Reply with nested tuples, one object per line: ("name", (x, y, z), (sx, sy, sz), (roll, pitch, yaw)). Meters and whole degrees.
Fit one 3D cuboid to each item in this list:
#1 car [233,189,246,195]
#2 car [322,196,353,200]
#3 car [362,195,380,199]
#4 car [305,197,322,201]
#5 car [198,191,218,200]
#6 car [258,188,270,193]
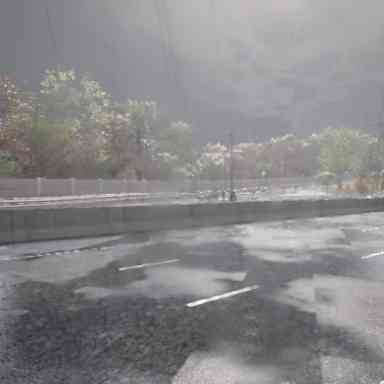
("car", (9.998, 0.267, 68.628), (1.837, 1.490, 4.892), (0, 2, 29))
("car", (18.832, 1.311, 41.797), (4.892, 1.490, 1.837), (1, 0, -38))
("car", (29.671, 1.259, 54.858), (4.902, 1.511, 2.128), (0, 0, -38))
("car", (16.534, 1.348, 44.441), (4.181, 1.385, 1.994), (0, 0, -38))
("car", (2.709, 0.592, 55.114), (2.128, 1.511, 4.902), (0, 1, 28))
("car", (17.885, -0.246, 81.900), (1.895, 1.301, 4.718), (0, 3, 32))
